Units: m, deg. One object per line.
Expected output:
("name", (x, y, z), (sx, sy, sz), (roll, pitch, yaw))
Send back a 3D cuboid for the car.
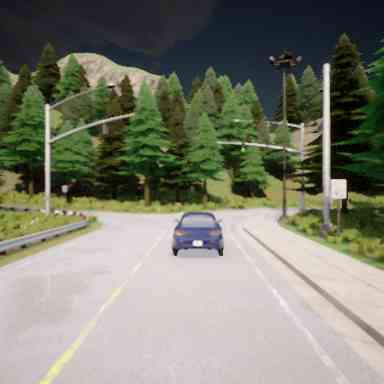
("car", (0.247, 1.493, 13.070), (1.812, 1.442, 4.674), (0, 0, 2))
